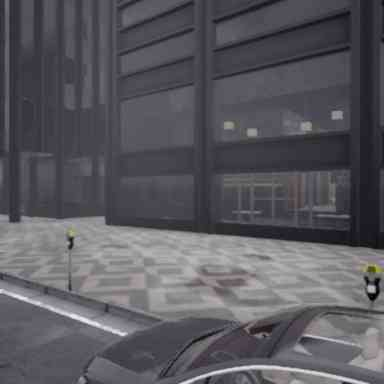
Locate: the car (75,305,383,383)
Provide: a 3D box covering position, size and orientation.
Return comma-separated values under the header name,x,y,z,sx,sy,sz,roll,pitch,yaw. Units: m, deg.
name,x,y,z,sx,sy,sz,roll,pitch,yaw
car,0.968,1.551,2.270,4.403,1.369,2.008,0,0,36
